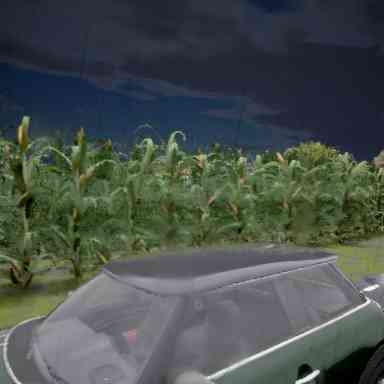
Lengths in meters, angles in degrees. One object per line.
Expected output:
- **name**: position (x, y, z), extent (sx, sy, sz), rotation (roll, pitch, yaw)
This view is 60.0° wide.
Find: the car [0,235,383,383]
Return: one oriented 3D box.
- **car**: position (-0.221, 1.360, 2.785), extent (4.553, 1.767, 2.097), rotation (0, 0, -36)
